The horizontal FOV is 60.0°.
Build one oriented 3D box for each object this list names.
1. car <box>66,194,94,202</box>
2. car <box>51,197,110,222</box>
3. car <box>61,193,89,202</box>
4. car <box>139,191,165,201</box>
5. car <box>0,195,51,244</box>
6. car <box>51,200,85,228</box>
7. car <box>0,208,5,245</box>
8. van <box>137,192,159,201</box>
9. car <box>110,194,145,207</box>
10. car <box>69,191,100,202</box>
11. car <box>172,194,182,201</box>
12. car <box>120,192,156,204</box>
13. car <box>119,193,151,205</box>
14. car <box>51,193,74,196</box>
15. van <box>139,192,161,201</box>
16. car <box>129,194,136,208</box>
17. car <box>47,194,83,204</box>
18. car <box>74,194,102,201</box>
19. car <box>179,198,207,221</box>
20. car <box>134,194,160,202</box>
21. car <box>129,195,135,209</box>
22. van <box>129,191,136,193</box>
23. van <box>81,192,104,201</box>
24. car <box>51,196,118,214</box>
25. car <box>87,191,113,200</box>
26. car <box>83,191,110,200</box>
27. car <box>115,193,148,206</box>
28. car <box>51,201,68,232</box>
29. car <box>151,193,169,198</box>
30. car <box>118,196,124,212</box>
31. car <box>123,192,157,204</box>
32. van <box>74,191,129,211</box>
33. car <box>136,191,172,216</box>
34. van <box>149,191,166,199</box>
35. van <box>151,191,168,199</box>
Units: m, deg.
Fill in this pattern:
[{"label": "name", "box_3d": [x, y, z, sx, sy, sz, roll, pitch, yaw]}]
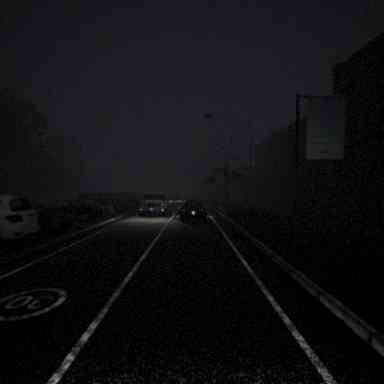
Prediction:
[{"label": "car", "box_3d": [-21.992, 1.204, 65.657, 4.792, 1.488, 2.163, 0, 0, 0]}, {"label": "car", "box_3d": [-8.873, 1.316, 24.111, 5.008, 1.535, 2.097, 0, 0, 0]}, {"label": "car", "box_3d": [-22.047, 1.058, 62.879, 4.553, 1.767, 2.185, 0, 0, 0]}, {"label": "car", "box_3d": [-8.926, 0.892, 74.566, 5.566, 2.045, 2.435, 0, 0, 0]}, {"label": "car", "box_3d": [-8.890, 1.127, 12.897, 5.566, 2.045, 2.435, 0, 0, 0]}, {"label": "car", "box_3d": [-8.841, 1.373, 18.503, 4.792, 1.488, 2.163, 0, 0, 0]}, {"label": "car", "box_3d": [-8.852, 1.397, 10.095, 5.008, 1.535, 2.097, 0, 0, 0]}, {"label": "van", "box_3d": [-9.062, 0.937, 68.959, 4.442, 1.987, 1.878, 0, 0, 0]}, {"label": "car", "box_3d": [-8.943, 1.113, 46.533, 4.553, 1.767, 2.185, 0, 0, 0]}, {"label": "car", "box_3d": [-22.053, 0.914, 68.431, 5.566, 2.045, 2.435, 0, 0, 0]}, {"label": "car", "box_3d": [-3.260, 1.172, 71.800, 1.994, 1.385, 4.181, 0, 0, 0]}, {"label": "car", "box_3d": [-8.896, 0.959, 54.943, 5.566, 2.045, 2.435, 0, 0, 0]}, {"label": "car", "box_3d": [-8.889, 1.094, 52.140, 4.553, 1.767, 2.185, 0, 0, 0]}, {"label": "car", "box_3d": [-22.009, 1.213, 54.552, 4.892, 1.521, 2.231, 0, 0, 0]}, {"label": "van", "box_3d": [-9.066, 0.927, 71.762, 4.442, 1.987, 1.878, 0, 0, 0]}, {"label": "car", "box_3d": [-8.870, 1.297, 38.124, 4.792, 1.488, 2.163, 0, 0, 0]}, {"label": "car", "box_3d": [-21.823, 1.200, 57.329, 5.366, 1.575, 1.946, 0, 0, 0]}, {"label": "car", "box_3d": [-22.215, 1.153, 71.208, 5.366, 1.575, 1.946, 0, 0, 0]}, {"label": "car", "box_3d": [0.097, 1.409, 25.089, 1.994, 1.385, 4.181, 0, 0, 0]}, {"label": "car", "box_3d": [-8.935, 1.173, 66.156, 4.892, 1.521, 2.231, 0, 0, 0]}, {"label": "car", "box_3d": [-8.866, 1.306, 35.321, 4.792, 1.488, 2.163, 0, 0, 0]}, {"label": "van", "box_3d": [-8.791, 1.022, 43.730, 4.442, 1.987, 1.878, 0, 0, 0]}, {"label": "van", "box_3d": [-22.149, 0.920, 73.982, 4.442, 1.987, 1.878, 0, 0, 0]}, {"label": "car", "box_3d": [-9.068, 1.302, 26.911, 5.366, 1.575, 1.946, 0, 0, 0]}, {"label": "car", "box_3d": [-22.013, 0.871, 79.535, 5.566, 2.045, 2.435, 0, 0, 0]}, {"label": "car", "box_3d": [-22.065, 0.885, 76.758, 5.566, 2.045, 2.435, 0, 0, 0]}, {"label": "car", "box_3d": [-8.885, 1.103, 49.336, 4.553, 1.767, 2.185, 0, 0, 0]}, {"label": "car", "box_3d": [-8.861, 1.361, 15.705, 4.892, 1.521, 2.231, 0, 0, 0]}, {"label": "car", "box_3d": [-8.978, 0.998, 94.198, 5.008, 1.535, 2.097, 0, 1, 0]}, {"label": "car", "box_3d": [-8.916, 1.325, 29.714, 4.792, 1.488, 2.163, 0, 0, 0]}, {"label": "car", "box_3d": [-8.900, 0.949, 57.746, 5.566, 2.045, 2.435, 0, 0, 0]}, {"label": "van", "box_3d": [-8.774, 1.060, 32.517, 4.442, 1.987, 1.878, 0, 0, 0]}, {"label": "car", "box_3d": [-3.352, 1.044, 30.276, 2.150, 2.045, 5.566, 0, 0, 0]}, {"label": "van", "box_3d": [-9.091, 0.829, 88.587, 4.442, 1.987, 1.878, 0, 1, 0]}, {"label": "van", "box_3d": [-8.863, 0.803, 91.389, 4.442, 1.987, 1.878, 0, 1, 0]}]
